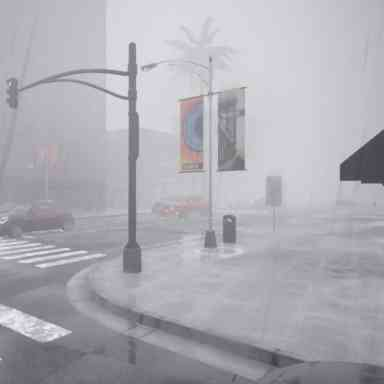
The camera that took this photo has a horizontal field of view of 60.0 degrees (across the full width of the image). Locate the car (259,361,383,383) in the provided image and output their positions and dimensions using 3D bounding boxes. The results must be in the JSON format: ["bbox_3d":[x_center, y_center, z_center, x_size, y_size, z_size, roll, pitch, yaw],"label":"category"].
[{"bbox_3d":[2.166,1.551,1.301,4.403,1.369,2.008,0,0,36],"label":"car"}]

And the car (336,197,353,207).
[{"bbox_3d":[24.754,1.621,54.046,2.128,1.511,4.902,0,0,35],"label":"car"}]

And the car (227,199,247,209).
[{"bbox_3d":[6.732,1.671,45.723,1.895,1.301,4.718,0,0,36],"label":"car"}]

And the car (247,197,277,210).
[{"bbox_3d":[9.541,1.426,44.064,2.097,1.767,4.553,0,0,36],"label":"car"}]

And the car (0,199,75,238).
[{"bbox_3d":[-8.732,1.365,18.031,2.097,1.767,4.553,0,0,32],"label":"car"}]

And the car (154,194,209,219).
[{"bbox_3d":[-0.536,1.259,29.844,2.150,2.045,5.566,0,0,35],"label":"car"}]

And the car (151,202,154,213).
[{"bbox_3d":[-1.721,1.261,33.803,2.150,2.045,5.566,0,0,35],"label":"car"}]
